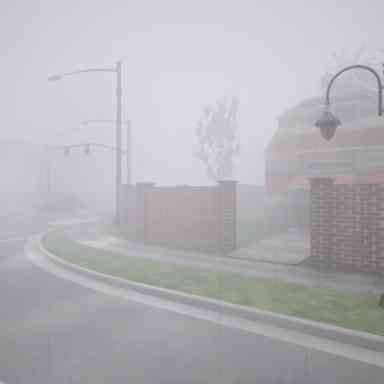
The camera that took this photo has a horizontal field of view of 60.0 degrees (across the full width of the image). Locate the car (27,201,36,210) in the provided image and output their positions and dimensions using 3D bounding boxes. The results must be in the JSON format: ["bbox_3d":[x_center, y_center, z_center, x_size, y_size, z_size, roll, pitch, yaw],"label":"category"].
[{"bbox_3d":[-17.752,1.397,40.840,1.812,1.442,4.674,0,1,37],"label":"car"}]

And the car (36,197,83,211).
[{"bbox_3d":[-15.021,1.373,38.653,1.837,1.490,4.892,0,1,36],"label":"car"}]

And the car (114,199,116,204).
[{"bbox_3d":[-9.828,1.209,51.335,1.837,1.490,4.892,0,1,37],"label":"car"}]
